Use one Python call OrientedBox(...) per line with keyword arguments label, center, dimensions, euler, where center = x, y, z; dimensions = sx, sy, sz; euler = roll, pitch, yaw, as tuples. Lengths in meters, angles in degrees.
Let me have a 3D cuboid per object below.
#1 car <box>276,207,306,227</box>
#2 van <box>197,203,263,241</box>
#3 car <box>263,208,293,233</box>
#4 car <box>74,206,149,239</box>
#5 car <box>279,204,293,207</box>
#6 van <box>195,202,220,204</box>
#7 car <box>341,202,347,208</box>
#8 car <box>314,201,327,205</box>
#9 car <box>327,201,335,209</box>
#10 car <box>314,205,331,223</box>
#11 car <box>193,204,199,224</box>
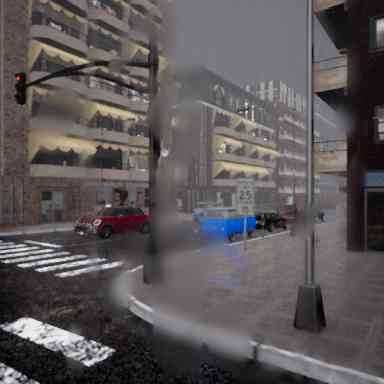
OrientedBox(label="car", center=(8.513, 2.155, 27.907), dimensions=(1.802, 1.307, 4.206), euler=(-1, -2, 35))
OrientedBox(label="van", center=(2.229, 1.701, 18.787), dimensions=(1.690, 1.788, 3.998), euler=(-1, -2, 35))
OrientedBox(label="car", center=(5.303, 2.032, 23.394), dimensions=(1.947, 1.339, 4.313), euler=(-1, -2, 35))
OrientedBox(label="car", center=(-4.549, 1.635, 19.410), dimensions=(2.097, 1.767, 4.553), euler=(0, -1, 35))
OrientedBox(label="car", center=(12.118, 2.343, 42.816), dimensions=(1.837, 1.490, 4.892), euler=(0, -2, 36))
OrientedBox(label="van", center=(1.681, 1.898, 32.709), dimensions=(1.690, 1.788, 3.998), euler=(-1, -2, 35))
OrientedBox(label="car", center=(40.118, 3.371, 86.733), dimensions=(1.752, 1.417, 4.829), euler=(-1, -2, 35))
OrientedBox(label="car", center=(24.159, 2.884, 64.299), dimensions=(1.802, 1.307, 4.206), euler=(-1, -2, 35))
OrientedBox(label="car", center=(27.369, 2.723, 68.819), dimensions=(2.192, 1.841, 5.009), euler=(-1, -2, 35))
OrientedBox(label="car", center=(11.725, 2.230, 32.422), dimensions=(2.008, 1.369, 4.403), euler=(-1, -2, 35))
OrientedBox(label="car", center=(2.085, 2.030, 28.776), dimensions=(1.812, 1.442, 4.674), euler=(0, -1, 35))
